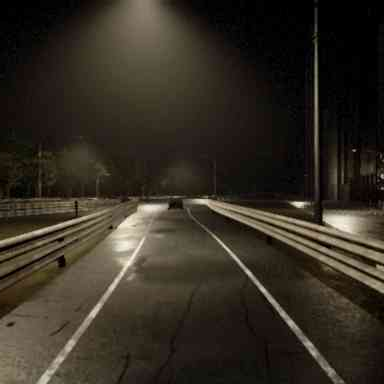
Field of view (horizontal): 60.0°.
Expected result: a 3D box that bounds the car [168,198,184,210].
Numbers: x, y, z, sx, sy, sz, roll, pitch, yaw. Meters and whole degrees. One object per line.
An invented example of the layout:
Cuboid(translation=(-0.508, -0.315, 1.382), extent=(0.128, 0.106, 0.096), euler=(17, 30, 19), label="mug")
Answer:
Cuboid(translation=(-2.086, 1.541, 44.167), extent=(1.882, 1.535, 5.008), euler=(0, 0, 0), label="car")
